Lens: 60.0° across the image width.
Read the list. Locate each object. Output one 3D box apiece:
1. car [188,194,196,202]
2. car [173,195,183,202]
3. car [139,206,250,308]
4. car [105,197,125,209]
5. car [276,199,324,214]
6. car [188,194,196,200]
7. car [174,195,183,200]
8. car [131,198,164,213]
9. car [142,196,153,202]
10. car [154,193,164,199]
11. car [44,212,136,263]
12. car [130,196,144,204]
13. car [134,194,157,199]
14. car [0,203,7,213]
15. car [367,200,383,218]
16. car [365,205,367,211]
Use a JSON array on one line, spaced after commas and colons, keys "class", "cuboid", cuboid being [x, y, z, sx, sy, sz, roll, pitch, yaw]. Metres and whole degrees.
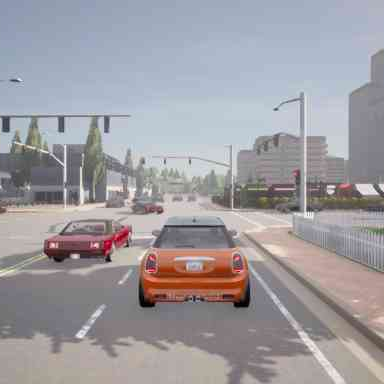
[{"class": "car", "cuboid": [-0.039, 1.531, 77.437, 2.033, 1.411, 5.357, 0, 0, 0]}, {"class": "car", "cuboid": [-3.539, 1.513, 77.754, 1.812, 1.442, 4.674, 0, 0, 0]}, {"class": "car", "cuboid": [0.060, 1.352, 8.101, 2.097, 1.767, 4.553, 0, 0, 0]}, {"class": "car", "cuboid": [-10.633, 1.505, 46.211, 1.837, 1.490, 4.892, 0, 0, 1]}, {"class": "car", "cuboid": [11.254, 1.491, 34.762, 4.902, 1.511, 2.128, 0, 0, -1]}, {"class": "car", "cuboid": [-0.044, 1.398, 87.712, 2.128, 1.511, 4.902, 0, 0, 0]}, {"class": "car", "cuboid": [-3.544, 1.425, 87.709, 1.994, 1.385, 4.181, 0, 0, 0]}, {"class": "car", "cuboid": [-4.536, 1.601, 33.433, 1.895, 1.301, 4.718, 0, 0, -29]}, {"class": "car", "cuboid": [-10.540, 1.587, 79.170, 1.895, 1.301, 4.718, 0, 0, 0]}, {"class": "car", "cuboid": [-7.036, 1.223, 69.117, 2.150, 2.045, 5.566, 0, 0, 0]}, {"class": "car", "cuboid": [-3.422, 1.601, 11.996, 1.895, 1.301, 4.718, 0, 0, 0]}, {"class": "car", "cuboid": [-10.573, 1.565, 64.484, 1.994, 1.385, 4.181, 0, 0, 0]}, {"class": "car", "cuboid": [-7.121, 1.489, 50.607, 2.128, 1.511, 4.902, 0, 0, 0]}, {"class": "car", "cuboid": [-21.294, 1.564, 33.991, 4.181, 1.385, 1.994, 0, 0, -3]}, {"class": "car", "cuboid": [17.760, 1.505, 27.720, 4.892, 1.490, 1.837, 0, 0, -2]}, {"class": "car", "cuboid": [20.898, 1.478, 35.005, 5.008, 1.535, 1.882, 0, 0, -2]}]
